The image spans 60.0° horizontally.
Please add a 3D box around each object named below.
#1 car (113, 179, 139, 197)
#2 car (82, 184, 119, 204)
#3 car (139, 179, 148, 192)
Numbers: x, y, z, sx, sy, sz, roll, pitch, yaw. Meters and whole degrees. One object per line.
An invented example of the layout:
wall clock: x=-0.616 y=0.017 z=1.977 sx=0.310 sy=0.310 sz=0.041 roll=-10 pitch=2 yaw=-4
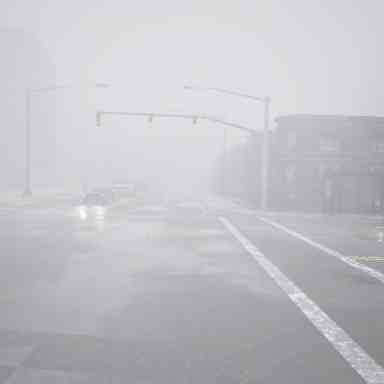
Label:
car: x=-8.299 y=-0.560 z=40.595 sx=2.150 sy=2.045 sz=5.566 roll=1 pitch=2 yaw=-1
car: x=-8.053 y=0.264 z=29.129 sx=1.895 sy=1.301 sz=4.718 roll=1 pitch=2 yaw=-1
car: x=-8.559 y=-1.108 z=54.666 sx=2.150 sy=2.045 sz=5.566 roll=1 pitch=2 yaw=-1
